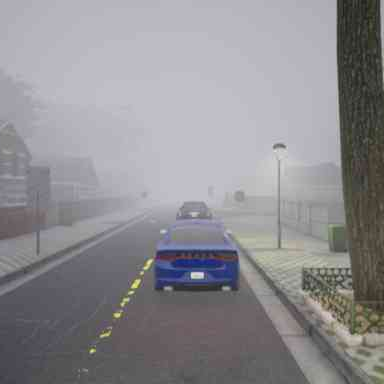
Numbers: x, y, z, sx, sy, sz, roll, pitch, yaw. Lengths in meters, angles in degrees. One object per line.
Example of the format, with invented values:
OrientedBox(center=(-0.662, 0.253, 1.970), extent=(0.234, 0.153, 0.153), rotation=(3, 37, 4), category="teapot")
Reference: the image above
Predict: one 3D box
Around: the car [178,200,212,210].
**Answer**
OrientedBox(center=(0.189, 1.347, 21.091), extent=(2.097, 1.767, 4.553), rotation=(0, 0, 2), category="car")

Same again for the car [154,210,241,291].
OrientedBox(center=(0.117, 1.476, 9.008), extent=(1.882, 1.535, 5.008), rotation=(0, 0, 0), category="car")
